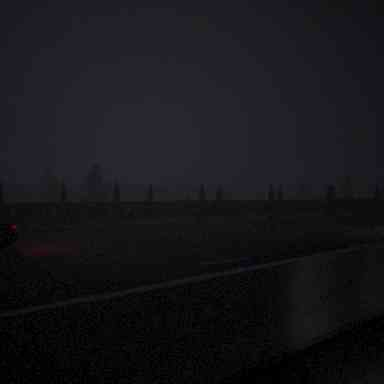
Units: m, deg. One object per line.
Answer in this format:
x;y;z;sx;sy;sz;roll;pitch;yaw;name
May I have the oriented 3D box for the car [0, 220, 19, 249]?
-8.348;1.453;10.742;4.902;1.511;2.128;0;0;-35;car
